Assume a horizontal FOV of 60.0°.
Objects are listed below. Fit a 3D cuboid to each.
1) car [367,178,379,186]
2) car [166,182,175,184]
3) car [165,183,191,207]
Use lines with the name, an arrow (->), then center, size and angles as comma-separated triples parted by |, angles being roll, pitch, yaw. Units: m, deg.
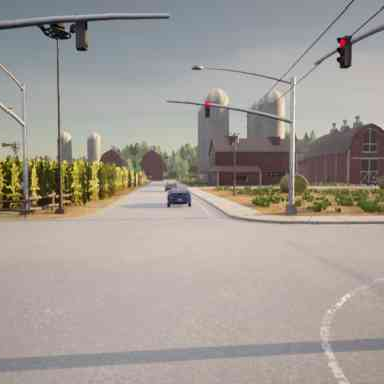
car -> 42.346, -2.352, 77.565 | 1.905, 1.878, 3.866 | 10, 10, 41
car -> -3.357, -0.826, 52.862 | 2.128, 1.511, 4.902 | 0, 3, -5
car -> -1.120, 0.338, 27.632 | 1.882, 1.535, 5.008 | 0, 3, -5
